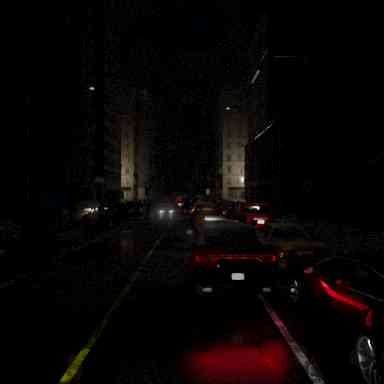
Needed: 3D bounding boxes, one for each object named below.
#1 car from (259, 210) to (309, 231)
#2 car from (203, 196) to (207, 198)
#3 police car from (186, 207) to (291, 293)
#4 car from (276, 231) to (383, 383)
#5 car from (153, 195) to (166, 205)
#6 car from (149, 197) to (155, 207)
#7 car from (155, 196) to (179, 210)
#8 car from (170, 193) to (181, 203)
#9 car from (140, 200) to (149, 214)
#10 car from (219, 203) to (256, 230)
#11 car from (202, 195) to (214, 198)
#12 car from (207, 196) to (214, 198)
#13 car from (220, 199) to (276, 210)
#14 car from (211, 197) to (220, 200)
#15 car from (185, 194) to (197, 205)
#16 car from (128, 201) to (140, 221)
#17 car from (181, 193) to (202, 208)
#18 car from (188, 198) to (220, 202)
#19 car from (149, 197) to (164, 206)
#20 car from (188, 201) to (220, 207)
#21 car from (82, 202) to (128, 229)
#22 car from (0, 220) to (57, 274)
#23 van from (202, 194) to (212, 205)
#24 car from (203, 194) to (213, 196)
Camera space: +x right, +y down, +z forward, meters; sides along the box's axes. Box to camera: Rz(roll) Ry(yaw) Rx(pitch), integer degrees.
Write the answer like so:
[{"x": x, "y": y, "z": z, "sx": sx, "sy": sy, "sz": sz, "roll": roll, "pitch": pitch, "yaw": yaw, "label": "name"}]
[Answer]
[{"x": 2.835, "y": 1.525, "z": 10.683, "sx": 1.752, "sy": 1.417, "sz": 4.829, "roll": 0, "pitch": 0, "yaw": 0, "label": "car"}, {"x": 2.765, "y": 1.547, "z": 43.655, "sx": 2.008, "sy": 1.369, "sz": 4.403, "roll": 0, "pitch": 0, "yaw": 0, "label": "car"}, {"x": 0.880, "y": 1.425, "z": 8.999, "sx": 1.930, "sy": 1.638, "sz": 5.238, "roll": 0, "pitch": 0, "yaw": 0, "label": "police car"}, {"x": 2.847, "y": 1.566, "z": 4.990, "sx": 1.947, "sy": 1.339, "sz": 4.313, "roll": 0, "pitch": 0, "yaw": 0, "label": "car"}, {"x": -5.796, "y": 1.435, "z": 60.202, "sx": 1.967, "sy": 1.590, "sz": 4.097, "roll": 0, "pitch": 0, "yaw": 0, "label": "car"}, {"x": -5.773, "y": 1.578, "z": 49.152, "sx": 1.802, "sy": 1.307, "sz": 4.206, "roll": 0, "pitch": 0, "yaw": 0, "label": "car"}, {"x": -3.191, "y": 1.544, "z": 42.721, "sx": 2.033, "sy": 1.411, "sz": 5.357, "roll": 0, "pitch": 0, "yaw": 0, "label": "car"}, {"x": -3.145, "y": 1.218, "z": 68.139, "sx": 2.150, "sy": 2.045, "sz": 5.566, "roll": 0, "pitch": 0, "yaw": 0, "label": "car"}, {"x": -5.737, "y": 1.563, "z": 32.577, "sx": 1.947, "sy": 1.339, "sz": 4.313, "roll": 0, "pitch": 0, "yaw": 0, "label": "car"}, {"x": 2.811, "y": 1.524, "z": 21.730, "sx": 1.752, "sy": 1.417, "sz": 4.829, "roll": 0, "pitch": 0, "yaw": 0, "label": "car"}, {"x": 2.753, "y": 1.562, "z": 49.178, "sx": 1.947, "sy": 1.339, "sz": 4.313, "roll": 0, "pitch": 0, "yaw": 0, "label": "car"}, {"x": 2.788, "y": 1.437, "z": 32.607, "sx": 1.967, "sy": 1.590, "sz": 4.097, "roll": 0, "pitch": 0, "yaw": 0, "label": "car"}, {"x": 2.824, "y": 1.314, "z": 16.036, "sx": 2.192, "sy": 1.841, "sz": 5.009, "roll": 0, "pitch": 0, "yaw": 0, "label": "car"}, {"x": 2.800, "y": 1.438, "z": 27.084, "sx": 1.967, "sy": 1.590, "sz": 4.097, "roll": 0, "pitch": 0, "yaw": 0, "label": "car"}, {"x": -0.129, "y": 1.347, "z": 60.259, "sx": 2.097, "sy": 1.767, "sz": 4.553, "roll": 0, "pitch": 0, "yaw": 0, "label": "car"}, {"x": -5.726, "y": 1.564, "z": 27.052, "sx": 1.947, "sy": 1.339, "sz": 4.313, "roll": 0, "pitch": 0, "yaw": 0, "label": "car"}, {"x": -0.087, "y": 1.348, "z": 46.854, "sx": 2.097, "sy": 1.767, "sz": 4.553, "roll": 0, "pitch": 0, "yaw": 0, "label": "car"}, {"x": 0.847, "y": 1.476, "z": 24.889, "sx": 1.882, "sy": 1.535, "sz": 5.008, "roll": 0, "pitch": 0, "yaw": 0, "label": "car"}, {"x": -5.784, "y": 1.561, "z": 54.677, "sx": 1.947, "sy": 1.339, "sz": 4.313, "roll": 0, "pitch": 0, "yaw": 0, "label": "car"}, {"x": 0.860, "y": 1.477, "z": 18.889, "sx": 1.882, "sy": 1.535, "sz": 5.008, "roll": 0, "pitch": 0, "yaw": 0, "label": "car"}, {"x": -5.714, "y": 1.543, "z": 21.527, "sx": 1.887, "sy": 1.381, "sz": 4.507, "roll": 0, "pitch": 0, "yaw": 0, "label": "car"}, {"x": -5.691, "y": 1.581, "z": 10.477, "sx": 1.802, "sy": 1.307, "sz": 4.206, "roll": 0, "pitch": 0, "yaw": 0, "label": "car"}, {"x": 2.730, "y": 1.336, "z": 60.226, "sx": 1.690, "sy": 1.788, "sz": 3.998, "roll": 0, "pitch": 0, "yaw": 0, "label": "van"}, {"x": 2.742, "y": 1.310, "z": 54.702, "sx": 2.192, "sy": 1.841, "sz": 5.009, "roll": 0, "pitch": 0, "yaw": 0, "label": "car"}]
